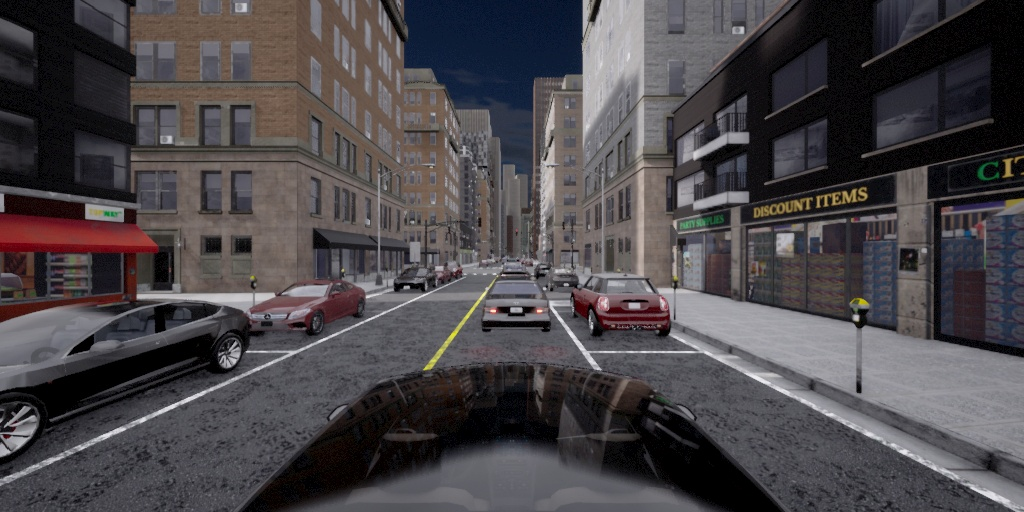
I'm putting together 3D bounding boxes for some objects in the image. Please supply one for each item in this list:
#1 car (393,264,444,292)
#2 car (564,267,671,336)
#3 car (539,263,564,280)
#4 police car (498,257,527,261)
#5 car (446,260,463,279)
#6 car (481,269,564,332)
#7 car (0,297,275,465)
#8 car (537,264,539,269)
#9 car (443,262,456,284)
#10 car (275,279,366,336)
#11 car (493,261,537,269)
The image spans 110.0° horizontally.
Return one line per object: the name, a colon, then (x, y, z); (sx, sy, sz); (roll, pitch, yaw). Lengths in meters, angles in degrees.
car: (-5.618, 1.315, 21.363); (1.948, 1.339, 4.313); (0, 0, 0)
car: (2.878, 1.189, 10.337); (1.967, 1.591, 4.097); (0, 0, 0)
car: (2.907, 1.300, 21.340); (2.007, 1.370, 4.403); (0, 0, 0)
police car: (0.076, 1.177, 31.353); (1.930, 1.638, 5.238); (0, 0, 0)
car: (-5.588, 1.191, 32.366); (1.967, 1.591, 4.097); (0, 0, 0)
car: (0.119, 1.297, 10.811); (2.033, 1.411, 5.357); (0, 0, 0)
car: (-5.663, 1.315, 4.859); (1.948, 1.339, 4.313); (0, 0, 0)
car: (2.937, 1.317, 32.342); (1.948, 1.339, 4.313); (0, 0, 0)
car: (-5.604, 1.332, 26.864); (1.802, 1.307, 4.207); (0, 0, 0)
car: (-5.648, 1.331, 10.361); (1.802, 1.307, 4.207); (0, 0, 0)
car: (0.149, 1.241, 21.334); (2.128, 1.511, 4.902); (0, 0, 0)
